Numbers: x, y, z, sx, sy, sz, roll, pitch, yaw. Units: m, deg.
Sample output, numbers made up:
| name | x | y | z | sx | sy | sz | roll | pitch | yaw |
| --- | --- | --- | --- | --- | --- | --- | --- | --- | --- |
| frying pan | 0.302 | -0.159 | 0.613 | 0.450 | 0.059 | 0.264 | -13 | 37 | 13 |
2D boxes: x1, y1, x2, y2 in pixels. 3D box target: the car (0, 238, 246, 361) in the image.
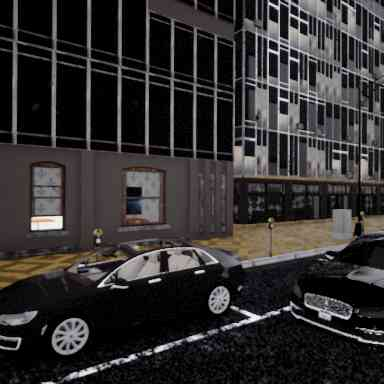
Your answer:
| name | x | y | z | sx | sy | sz | roll | pitch | yaw |
| --- | --- | --- | --- | --- | --- | --- | --- | --- | --- |
| car | -0.997 | 1.553 | 5.840 | 4.403 | 1.369 | 2.008 | 0 | 0 | -35 |

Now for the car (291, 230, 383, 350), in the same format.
| name | x | y | z | sx | sy | sz | roll | pitch | yaw |
| --- | --- | --- | --- | --- | --- | --- | --- | --- | --- |
| car | 3.863 | 1.510 | 6.134 | 4.892 | 1.490 | 1.837 | 0 | 0 | -35 |
